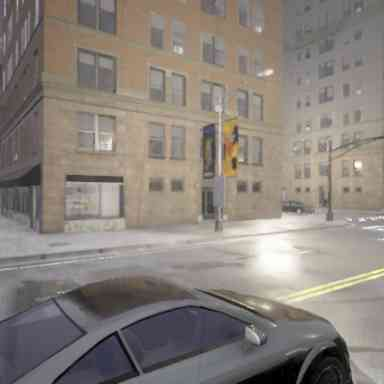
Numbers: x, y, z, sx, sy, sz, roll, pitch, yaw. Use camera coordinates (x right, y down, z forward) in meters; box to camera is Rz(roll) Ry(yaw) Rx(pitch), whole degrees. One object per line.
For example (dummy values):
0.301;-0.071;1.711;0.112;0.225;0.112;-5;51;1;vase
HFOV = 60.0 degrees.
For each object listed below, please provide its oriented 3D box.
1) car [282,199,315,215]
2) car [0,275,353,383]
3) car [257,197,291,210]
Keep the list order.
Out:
10.703;1.588;35.338;1.837;1.490;4.892;0;0;-35;car
-0.305;1.569;3.221;4.181;1.385;1.994;0;0;-36;car
10.942;1.557;44.468;1.967;1.590;4.097;1;0;-35;car
